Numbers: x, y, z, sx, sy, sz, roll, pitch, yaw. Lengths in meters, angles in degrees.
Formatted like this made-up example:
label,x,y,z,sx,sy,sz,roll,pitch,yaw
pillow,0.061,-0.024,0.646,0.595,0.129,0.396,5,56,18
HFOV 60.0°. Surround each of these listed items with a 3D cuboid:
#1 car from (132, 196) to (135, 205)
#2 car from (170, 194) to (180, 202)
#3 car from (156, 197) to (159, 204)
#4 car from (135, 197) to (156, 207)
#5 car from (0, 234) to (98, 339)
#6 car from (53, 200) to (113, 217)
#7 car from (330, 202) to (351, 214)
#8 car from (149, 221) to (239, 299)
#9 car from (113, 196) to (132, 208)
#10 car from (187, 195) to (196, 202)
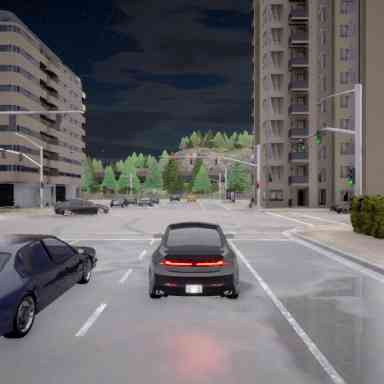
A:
label,x,y,z,sx,sy,sz,roll,pitch,yaw
car,-10.675,1.505,58.290,1.837,1.490,4.892,0,0,0
car,-3.627,1.194,72.903,2.097,1.767,4.553,0,0,0
car,-7.174,1.564,61.895,1.994,1.385,4.181,0,0,0
car,-7.183,1.526,51.982,1.812,1.442,4.674,0,0,-1
car,-3.461,1.547,6.516,2.033,1.411,5.357,0,0,0
car,-10.263,1.505,30.986,4.892,1.490,1.837,0,1,-29
car,17.285,1.547,34.580,5.357,1.411,2.033,0,0,0
car,0.049,1.505,8.445,1.837,1.490,4.892,0,0,0
car,-10.681,1.491,49.016,2.128,1.511,4.902,0,0,0
car,-0.125,1.478,73.854,1.882,1.535,5.008,0,0,0
